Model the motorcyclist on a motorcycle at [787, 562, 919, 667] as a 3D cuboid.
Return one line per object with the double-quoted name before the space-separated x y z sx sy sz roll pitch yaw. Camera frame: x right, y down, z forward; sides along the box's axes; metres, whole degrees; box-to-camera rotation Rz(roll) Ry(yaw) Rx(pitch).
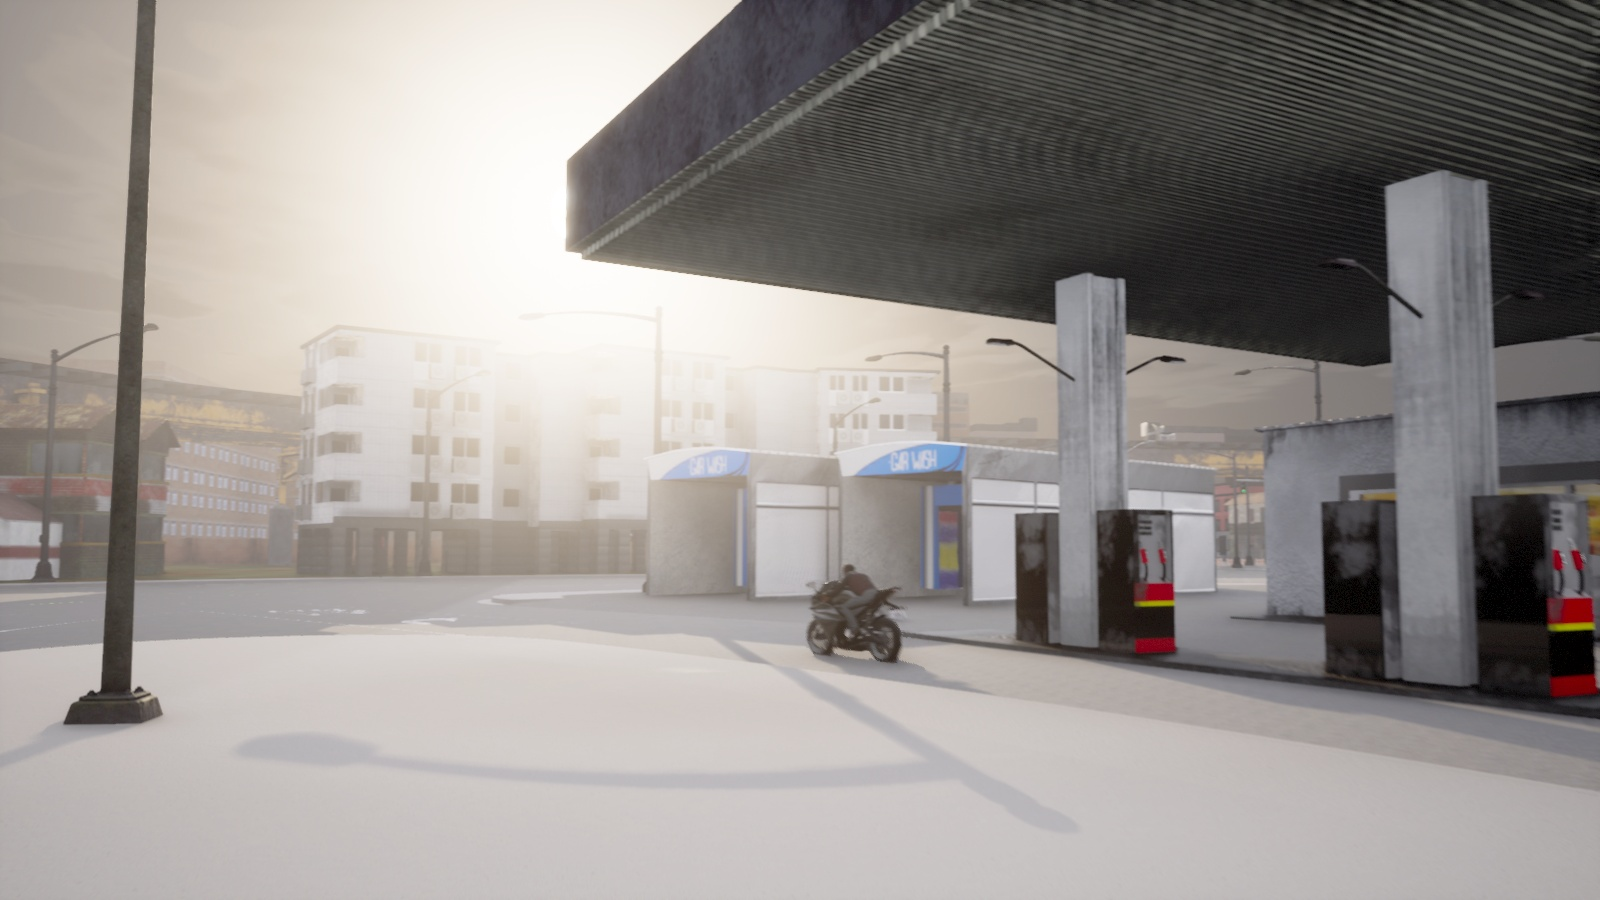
"motorcyclist on a motorcycle" 0.802 2.554 19.858 0.866 1.530 2.191 3 -6 -38
